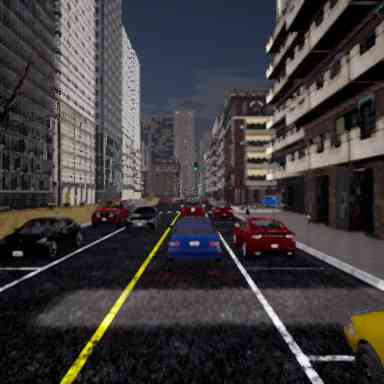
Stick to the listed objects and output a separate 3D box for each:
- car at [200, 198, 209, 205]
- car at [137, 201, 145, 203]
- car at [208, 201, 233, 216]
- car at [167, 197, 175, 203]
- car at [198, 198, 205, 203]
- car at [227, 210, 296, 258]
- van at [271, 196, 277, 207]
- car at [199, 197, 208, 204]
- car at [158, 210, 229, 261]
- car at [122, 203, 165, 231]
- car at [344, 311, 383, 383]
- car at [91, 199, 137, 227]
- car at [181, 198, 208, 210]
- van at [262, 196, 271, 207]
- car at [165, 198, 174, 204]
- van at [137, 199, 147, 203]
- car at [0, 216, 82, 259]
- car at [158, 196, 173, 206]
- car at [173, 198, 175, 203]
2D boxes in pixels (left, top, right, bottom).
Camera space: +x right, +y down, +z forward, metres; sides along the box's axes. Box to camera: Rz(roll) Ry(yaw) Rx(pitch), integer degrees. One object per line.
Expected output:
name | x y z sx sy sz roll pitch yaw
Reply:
car | 2.690 2.077 73.048 1.887 1.381 4.507 0 0 0
car | -5.693 1.769 29.610 1.947 1.339 4.313 0 0 0
car | 2.687 1.748 29.608 1.887 1.381 4.507 0 0 0
car | -5.689 2.108 89.633 1.967 1.590 4.097 0 0 0
car | 2.692 2.280 95.158 1.947 1.339 4.313 0 0 0
car | 2.686 1.633 13.041 1.887 1.381 4.507 0 0 0
van | 13.733 1.479 46.699 3.998 1.788 1.690 -1 1 0
car | 2.690 2.017 78.576 1.967 1.590 4.097 0 0 0
car | 0.086 1.633 12.630 2.033 1.411 5.357 0 0 0
car | -3.094 1.675 21.929 1.812 1.442 4.674 0 0 0
car | 2.685 1.541 2.165 1.752 1.417 4.829 0 0 0
car | -5.694 1.480 24.089 2.192 1.841 5.009 0 0 0
car | 0.089 1.555 29.701 2.097 1.767 4.553 0 0 0
van | 13.712 1.501 55.079 3.998 1.788 1.690 -1 1 0
car | -5.689 2.188 84.104 1.947 1.339 4.313 0 0 0
van | -5.693 1.584 35.134 1.690 1.788 3.998 0 0 0
car | -5.694 1.655 13.042 1.947 1.339 4.313 0 0 0
car | -5.691 1.805 67.524 2.192 1.841 5.009 0 0 0
car | -5.689 2.122 78.577 1.887 1.381 4.507 0 0 0
